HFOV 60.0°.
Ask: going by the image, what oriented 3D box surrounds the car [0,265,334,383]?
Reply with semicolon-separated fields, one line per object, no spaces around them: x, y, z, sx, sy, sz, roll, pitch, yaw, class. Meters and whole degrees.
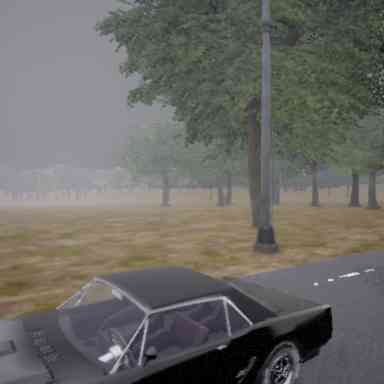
-0.660;1.599;3.489;4.718;1.301;1.895;0;0;-35;car
